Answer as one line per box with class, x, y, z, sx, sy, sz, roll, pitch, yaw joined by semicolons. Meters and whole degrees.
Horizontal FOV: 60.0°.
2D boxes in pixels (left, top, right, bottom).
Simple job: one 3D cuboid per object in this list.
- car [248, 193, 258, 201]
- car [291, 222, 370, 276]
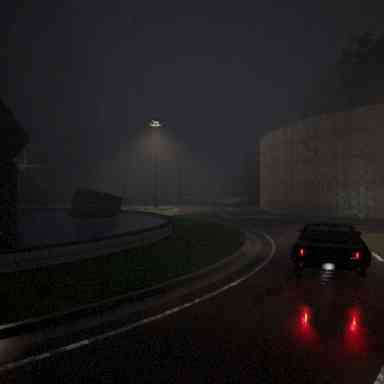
car;16.129;1.225;87.639;2.150;2.045;5.566;0;0;18
car;4.314;1.601;10.529;1.895;1.301;4.718;0;0;22
